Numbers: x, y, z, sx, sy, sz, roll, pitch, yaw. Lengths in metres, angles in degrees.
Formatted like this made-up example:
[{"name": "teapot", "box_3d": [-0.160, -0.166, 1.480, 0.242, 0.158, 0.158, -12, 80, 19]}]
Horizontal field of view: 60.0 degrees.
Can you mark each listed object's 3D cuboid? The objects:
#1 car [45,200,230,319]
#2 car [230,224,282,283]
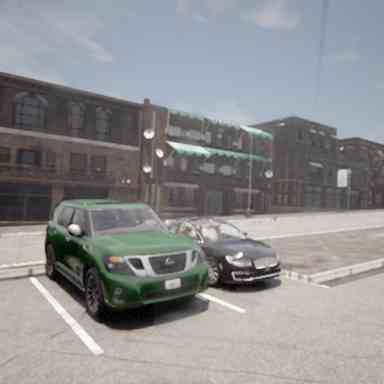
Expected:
[{"name": "car", "box_3d": [-1.932, 1.236, 7.978, 2.435, 2.045, 5.566, 0, 0, -36]}, {"name": "car", "box_3d": [0.328, 1.499, 9.632, 2.231, 1.521, 4.892, 0, 0, -35]}]
